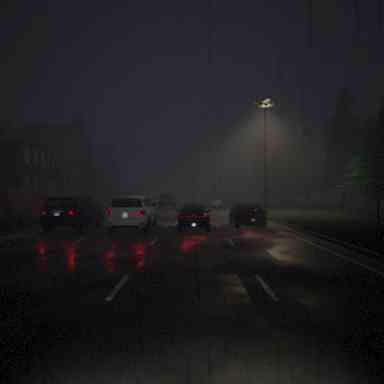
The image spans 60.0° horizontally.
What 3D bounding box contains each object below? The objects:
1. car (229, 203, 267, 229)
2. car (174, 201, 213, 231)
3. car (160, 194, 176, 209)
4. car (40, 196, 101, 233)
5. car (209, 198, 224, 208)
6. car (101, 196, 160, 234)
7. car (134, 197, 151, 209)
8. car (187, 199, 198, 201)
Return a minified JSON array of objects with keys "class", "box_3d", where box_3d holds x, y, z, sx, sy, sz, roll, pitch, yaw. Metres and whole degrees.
[{"class":"car","box_3d":[3.601,1.488,22.012,1.882,1.535,5.008,0,0,0]},{"class":"car","box_3d":[0.101,1.515,20.518,1.837,1.490,4.892,0,0,0]},{"class":"car","box_3d":[-3.497,1.245,46.687,2.150,2.045,5.566,0,0,0]},{"class":"car","box_3d":[-6.899,1.231,19.639,2.150,2.045,5.566,0,0,0]},{"class":"car","box_3d":[3.517,1.549,48.578,1.812,1.442,4.674,0,0,0]},{"class":"car","box_3d":[-3.399,1.231,19.601,2.150,2.045,5.566,0,0,0]},{"class":"car","box_3d":[-6.992,1.549,47.574,1.812,1.442,4.674,0,0,0]},{"class":"car","box_3d":[0.010,1.624,47.839,1.895,1.301,4.718,0,0,0]}]
